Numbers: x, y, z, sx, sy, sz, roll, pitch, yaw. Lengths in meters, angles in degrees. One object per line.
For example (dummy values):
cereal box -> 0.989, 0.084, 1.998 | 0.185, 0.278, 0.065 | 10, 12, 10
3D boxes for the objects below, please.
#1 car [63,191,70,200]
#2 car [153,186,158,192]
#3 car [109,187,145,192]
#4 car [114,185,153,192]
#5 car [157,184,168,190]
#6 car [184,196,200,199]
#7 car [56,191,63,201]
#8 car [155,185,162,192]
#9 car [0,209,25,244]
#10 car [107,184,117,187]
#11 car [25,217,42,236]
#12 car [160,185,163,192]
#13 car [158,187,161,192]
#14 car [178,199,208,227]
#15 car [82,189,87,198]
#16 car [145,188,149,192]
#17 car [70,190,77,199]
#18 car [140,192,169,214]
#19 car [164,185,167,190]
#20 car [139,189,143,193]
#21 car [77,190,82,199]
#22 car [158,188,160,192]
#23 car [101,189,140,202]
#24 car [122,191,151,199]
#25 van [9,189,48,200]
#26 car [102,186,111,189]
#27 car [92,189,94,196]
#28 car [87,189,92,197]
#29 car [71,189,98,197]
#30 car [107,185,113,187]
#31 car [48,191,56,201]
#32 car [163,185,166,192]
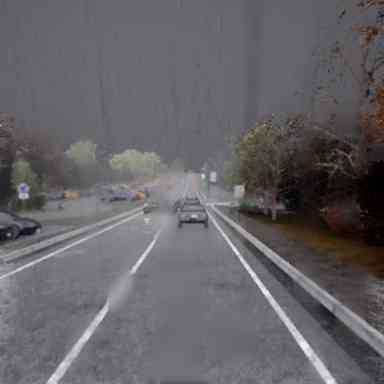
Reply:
car -> -23.226, 0.640, 54.770 | 4.792, 1.488, 2.163 | 0, 1, 0
car -> -9.998, 0.189, 68.685 | 4.553, 1.767, 2.185 | 0, 2, 0
car -> -10.166, 0.521, 51.968 | 4.553, 1.767, 2.185 | 0, 1, 0
car -> -10.128, 0.325, 57.537 | 5.566, 2.045, 2.435 | 0, 1, 0
car -> -9.858, -0.611, 90.965 | 4.792, 1.488, 2.163 | 0, 3, 0
car -> 0.010, 1.195, 40.629 | 2.128, 1.511, 4.902 | 0, 1, 0
car -> -23.219, 0.682, 51.858 | 4.674, 1.452, 2.002 | 0, 0, 0
car -> -10.007, -0.105, 77.041 | 4.553, 1.767, 2.185 | 0, 2, 0
car -> -10.093, 1.499, 13.813 | 5.008, 1.535, 2.097 | 0, 0, 0
car -> -23.031, -0.600, 85.296 | 5.566, 2.045, 2.435 | 0, 3, 0
car -> -10.043, 1.527, 16.589 | 4.792, 1.488, 2.163 | 0, 0, 0
car -> -9.989, -0.220, 79.819 | 4.553, 1.767, 2.185 | 0, 3, 0
car -> -10.022, 0.156, 74.262 | 4.792, 1.488, 2.163 | 0, 2, 0
car -> 0.066, 1.424, 21.409 | 2.033, 1.411, 5.357 | 0, 0, 0
car -> -23.116, 0.496, 63.012 | 4.792, 1.488, 2.163 | 0, 1, 0
car -> -10.112, 0.616, 54.748 | 5.008, 1.535, 2.097 | 0, 1, 0
car -> -23.365, 0.568, 57.562 | 5.366, 1.575, 1.946 | 0, 1, 0
car -> -3.389, 1.171, 32.073 | 2.097, 1.767, 4.553 | 0, 0, 0
car -> -9.900, -0.492, 88.181 | 5.008, 1.535, 2.097 | 0, 3, 0
car -> -10.182, 0.699, 49.183 | 4.792, 1.488, 2.163 | 0, 0, 0
car -> -23.347, 0.519, 60.357 | 5.366, 1.575, 1.946 | 0, 1, 0
car -> -9.982, 0.254, 71.476 | 4.792, 1.488, 2.163 | 0, 2, 0
car -> -10.141, 0.721, 46.399 | 4.792, 1.488, 2.163 | 0, 0, 0
car -> -10.076, 0.528, 60.330 | 4.892, 1.521, 2.231 | 0, 1, 0
van -> -23.124, 0.463, 46.396 | 4.442, 1.987, 1.878 | 1, 1, 0
car -> -22.853, -0.097, 79.734 | 5.366, 1.575, 1.946 | 0, 2, 0
car -> -23.104, 0.314, 68.590 | 5.008, 1.535, 2.097 | 0, 2, 0
car -> -23.122, 0.394, 65.801 | 5.008, 1.535, 2.097 | 0, 2, 0
car -> -23.085, 0.222, 71.507 | 4.892, 1.521, 2.231 | 0, 2, 0
car -> -23.026, -0.218, 82.522 | 5.008, 1.535, 2.097 | 0, 3, 0
car -> -23.236, 0.705, 49.073 | 4.674, 1.452, 2.002 | 0, 0, 0
car -> -9.916, -0.352, 85.395 | 5.008, 1.535, 2.097 | 0, 3, 0
